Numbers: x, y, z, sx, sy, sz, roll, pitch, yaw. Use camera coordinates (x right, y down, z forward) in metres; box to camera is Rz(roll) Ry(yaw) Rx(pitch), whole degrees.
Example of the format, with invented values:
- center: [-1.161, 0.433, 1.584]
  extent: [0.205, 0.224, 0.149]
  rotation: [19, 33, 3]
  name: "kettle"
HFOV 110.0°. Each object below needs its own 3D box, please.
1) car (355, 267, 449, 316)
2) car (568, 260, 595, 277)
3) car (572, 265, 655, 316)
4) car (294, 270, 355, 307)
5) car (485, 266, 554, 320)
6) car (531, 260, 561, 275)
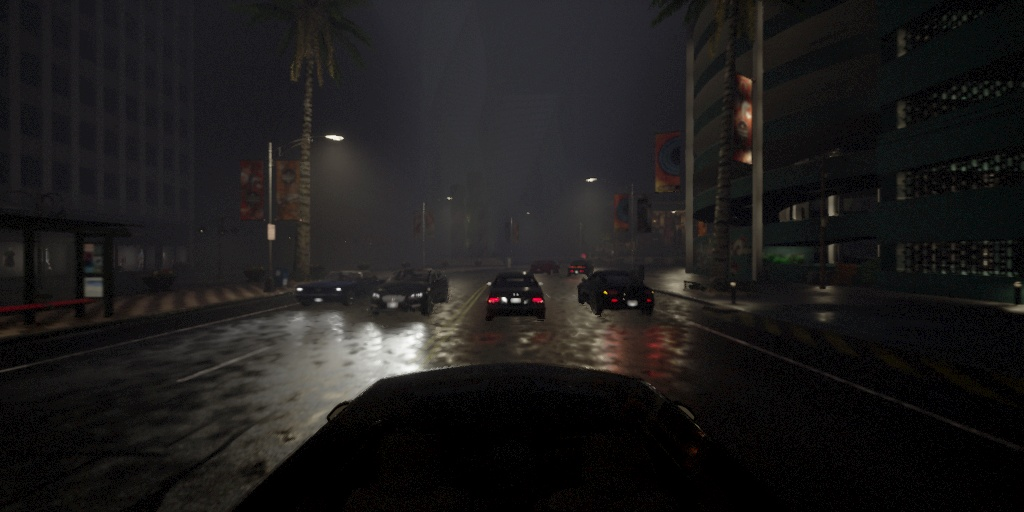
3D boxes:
- center: [-3.552, 1.192, 13.192]
  extent: [2.128, 1.511, 4.902]
  rotation: [0, 0, 1]
  name: "car"
- center: [6.438, 1.121, 33.104]
  extent: [1.837, 1.490, 4.892]
  rotation: [-1, 0, 21]
  name: "car"
- center: [3.592, 1.228, 12.995]
  extent: [1.812, 1.442, 4.674]
  rotation: [0, 0, 0]
  name: "car"
- center: [-7.030, 1.292, 15.267]
  extent: [1.895, 1.301, 4.718]
  rotation: [0, 0, 1]
  name: "car"
- center: [0.104, 1.252, 12.342]
  extent: [2.033, 1.411, 5.357]
  rotation: [0, 0, 0]
  name: "car"
- center: [3.325, 1.087, 34.666]
  extent: [1.882, 1.535, 5.008]
  rotation: [0, 0, 22]
  name: "car"
